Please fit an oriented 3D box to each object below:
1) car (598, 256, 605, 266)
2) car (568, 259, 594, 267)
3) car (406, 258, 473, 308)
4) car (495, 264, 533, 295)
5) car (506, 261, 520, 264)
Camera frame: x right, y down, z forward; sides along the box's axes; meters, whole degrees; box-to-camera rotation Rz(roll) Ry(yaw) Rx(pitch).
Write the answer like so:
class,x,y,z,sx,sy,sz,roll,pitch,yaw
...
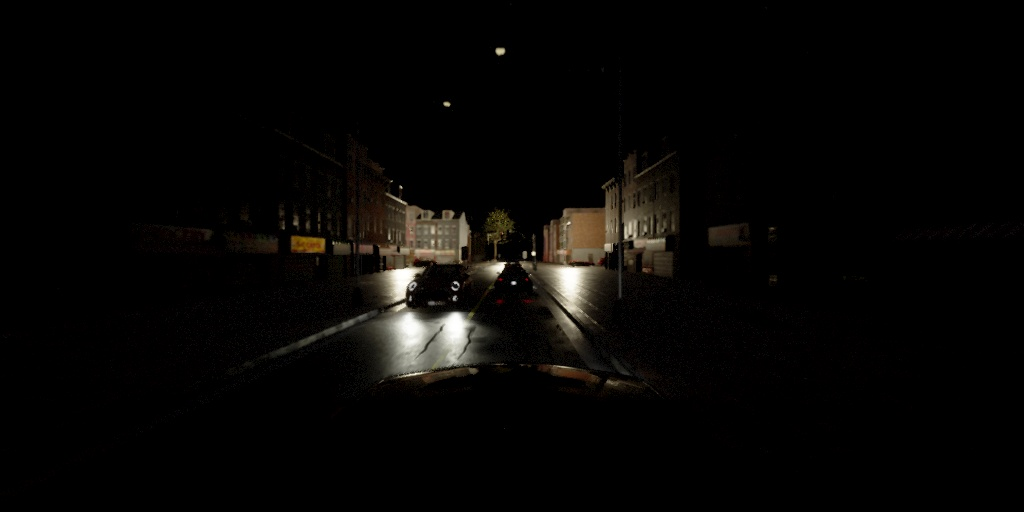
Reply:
class,x,y,z,sx,sy,sz,roll,pitch,yaw
car,17.358,0.946,61.789,5.009,1.841,2.192,0,0,0
car,11.924,1.214,61.777,4.507,1.381,1.888,0,0,0
car,-2.856,1.098,15.015,2.097,1.767,4.553,0,0,0
car,0.089,1.307,19.643,1.994,1.385,4.181,0,0,0
car,0.085,1.220,37.925,1.882,1.535,5.008,0,0,0
